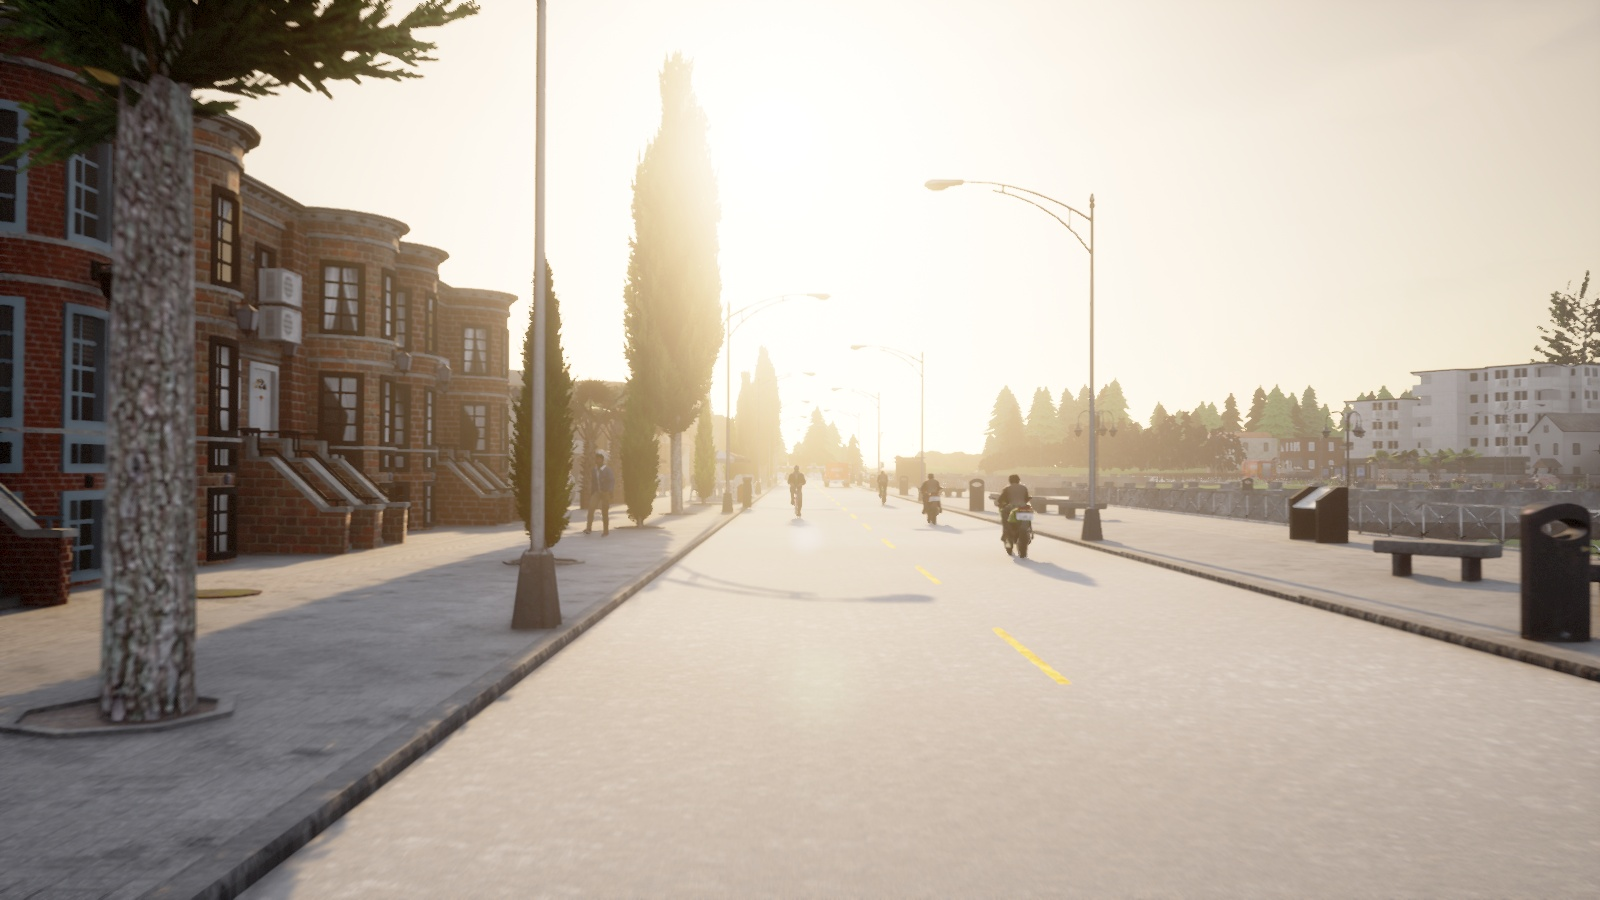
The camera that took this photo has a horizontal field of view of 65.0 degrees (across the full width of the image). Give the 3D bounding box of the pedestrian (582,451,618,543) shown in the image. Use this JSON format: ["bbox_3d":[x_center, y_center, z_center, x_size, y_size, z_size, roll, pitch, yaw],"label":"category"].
[{"bbox_3d":[-4.309,0.994,27.024,0.423,1.949,0.788,-1,-1,21],"label":"pedestrian"}]

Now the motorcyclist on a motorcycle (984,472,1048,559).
[{"bbox_3d":[3.939,1.167,23.061,0.797,1.523,2.044,0,-1,0],"label":"motorcyclist on a motorcycle"}]

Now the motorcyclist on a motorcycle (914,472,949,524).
[{"bbox_3d":[3.902,1.408,37.414,0.797,1.523,2.044,0,-1,0],"label":"motorcyclist on a motorcycle"}]
